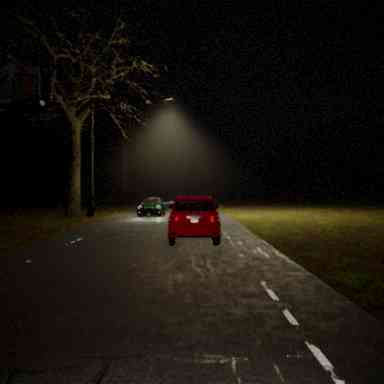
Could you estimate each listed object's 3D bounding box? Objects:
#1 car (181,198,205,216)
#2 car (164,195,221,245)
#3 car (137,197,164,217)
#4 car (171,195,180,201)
[{"bbox_3d":[0.095,1.393,31.816,2.128,1.511,4.902,0,0,0],"label":"car"},{"bbox_3d":[0.097,1.185,15.468,2.150,2.045,5.566,0,0,0],"label":"car"},{"bbox_3d":[-3.600,1.261,29.945,2.097,1.767,4.553,0,0,0],"label":"car"},{"bbox_3d":[-3.505,1.307,71.252,1.895,1.301,4.718,0,0,0],"label":"car"}]
